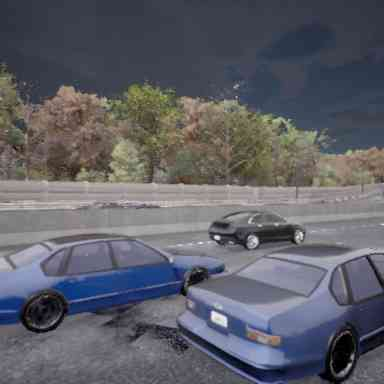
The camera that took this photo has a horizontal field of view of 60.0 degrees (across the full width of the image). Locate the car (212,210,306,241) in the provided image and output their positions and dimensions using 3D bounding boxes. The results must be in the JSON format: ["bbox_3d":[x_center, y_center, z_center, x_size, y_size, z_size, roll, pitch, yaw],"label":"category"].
[{"bbox_3d":[2.972,1.562,14.464,4.892,1.490,1.837,0,0,-35],"label":"car"}]

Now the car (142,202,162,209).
[{"bbox_3d":[-5.560,1.684,34.411,4.718,1.301,1.895,0,0,-35],"label":"car"}]

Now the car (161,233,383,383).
[{"bbox_3d":[2.367,1.573,5.435,5.357,1.411,2.033,0,0,-35],"label":"car"}]

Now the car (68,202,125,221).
[{"bbox_3d":[-8.104,1.614,28.299,4.181,1.385,1.994,0,0,-35],"label":"car"}]

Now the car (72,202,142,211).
[{"bbox_3d":[-6.585,1.553,25.086,4.892,1.490,1.837,1,-1,-35],"label":"car"}]

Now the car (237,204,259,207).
[{"bbox_3d":[4.583,1.716,28.747,4.718,1.301,1.895,0,0,-35],"label":"car"}]

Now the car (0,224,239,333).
[{"bbox_3d":[-1.769,1.559,6.785,5.357,1.411,2.033,0,0,-36],"label":"car"}]
